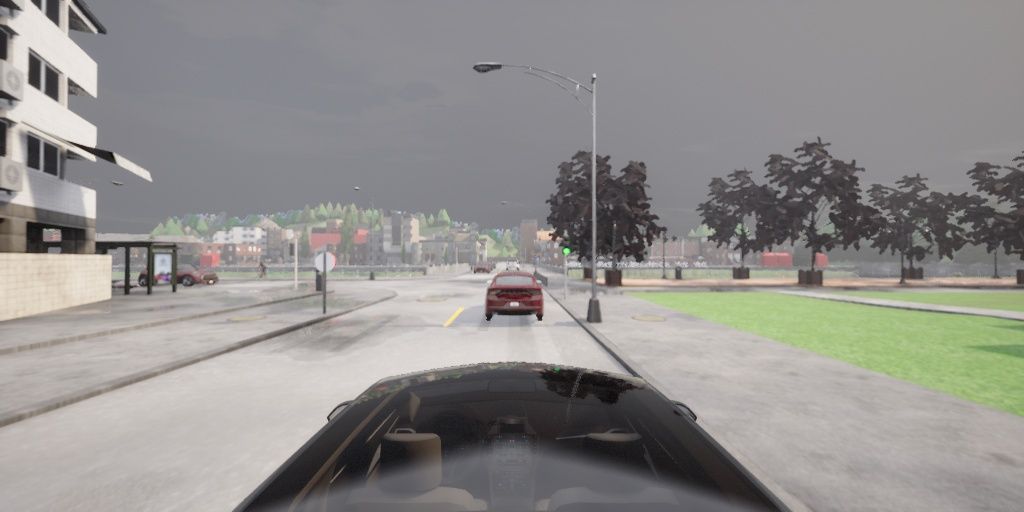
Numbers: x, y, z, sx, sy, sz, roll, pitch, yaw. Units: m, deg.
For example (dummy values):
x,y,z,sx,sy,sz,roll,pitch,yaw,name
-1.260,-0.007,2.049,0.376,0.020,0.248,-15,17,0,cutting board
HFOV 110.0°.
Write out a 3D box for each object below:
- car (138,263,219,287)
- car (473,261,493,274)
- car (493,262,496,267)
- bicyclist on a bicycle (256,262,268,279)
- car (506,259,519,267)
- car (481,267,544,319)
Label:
x,y,z,sx,sy,sz,roll,pitch,yaw,name
-24.093,1.304,26.053,4.553,1.767,2.097,0,0,0,car
-4.093,1.500,49.459,2.097,1.767,4.553,0,0,0,car
-4.077,1.716,58.702,2.128,1.511,4.902,0,0,0,car
-24.024,1.371,34.451,0.582,1.620,1.656,0,0,0,bicyclist on a bicycle
0.105,1.485,63.362,2.150,2.045,5.566,0,-1,0,car
0.084,1.324,13.248,1.882,1.535,5.008,0,-1,0,car
